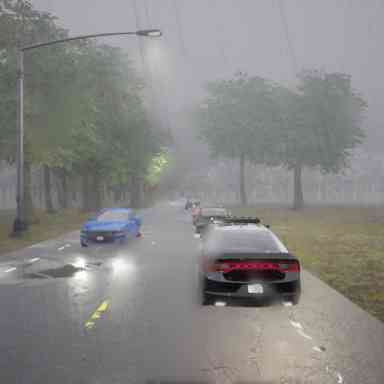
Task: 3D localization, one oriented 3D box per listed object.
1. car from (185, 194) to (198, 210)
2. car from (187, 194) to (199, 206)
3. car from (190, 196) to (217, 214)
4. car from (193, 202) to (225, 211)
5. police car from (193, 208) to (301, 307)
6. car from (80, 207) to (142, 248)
[{"bbox_3d":[0.176,1.471,45.518,2.097,1.767,4.553,0,0,1],"label":"car"},{"bbox_3d":[0.171,1.462,59.505,2.150,2.045,5.566,0,-1,0],"label":"car"},{"bbox_3d":[1.118,1.356,24.032,2.097,1.767,4.553,0,0,0],"label":"car"},{"bbox_3d":[1.101,1.503,18.059,1.837,1.490,4.892,0,0,0],"label":"car"},{"bbox_3d":[1.073,1.423,8.168,1.930,1.638,5.238,0,0,0],"label":"police car"},{"bbox_3d":[-3.458,1.474,15.024,1.882,1.535,5.008,0,0,0],"label":"car"}]
